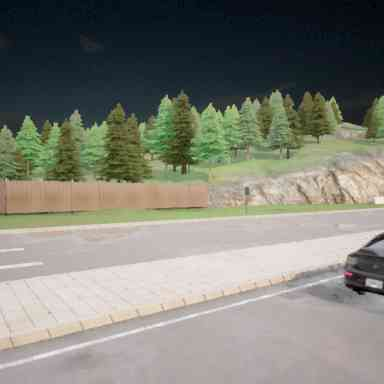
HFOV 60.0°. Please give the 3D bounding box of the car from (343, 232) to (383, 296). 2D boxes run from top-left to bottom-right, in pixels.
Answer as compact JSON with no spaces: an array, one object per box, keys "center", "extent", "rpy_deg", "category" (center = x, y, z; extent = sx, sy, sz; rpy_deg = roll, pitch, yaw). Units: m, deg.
[{"center":[5.250,1.525,7.487],"extent":[4.674,1.442,1.812],"rpy_deg":[0,0,-35],"category":"car"}]
